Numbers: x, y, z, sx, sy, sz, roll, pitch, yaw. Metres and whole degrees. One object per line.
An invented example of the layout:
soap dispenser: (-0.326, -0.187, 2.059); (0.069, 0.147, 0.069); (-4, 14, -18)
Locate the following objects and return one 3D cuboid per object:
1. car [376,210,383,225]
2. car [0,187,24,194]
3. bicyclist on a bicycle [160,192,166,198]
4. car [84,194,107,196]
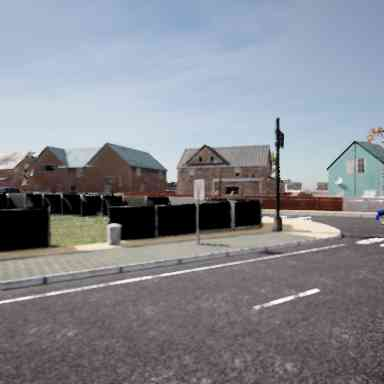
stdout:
car: (13.825, 1.431, 20.332); (1.882, 1.535, 5.008); (1, 1, -22)
car: (-18.222, 0.519, 32.965); (5.566, 2.045, 2.150); (1, 0, 19)
bicyclist on a bicycle: (-2.917, 0.794, 33.862); (0.582, 1.620, 1.656); (1, 1, 19)
car: (-8.231, 0.945, 29.498); (4.902, 1.511, 2.128); (1, 0, 19)
